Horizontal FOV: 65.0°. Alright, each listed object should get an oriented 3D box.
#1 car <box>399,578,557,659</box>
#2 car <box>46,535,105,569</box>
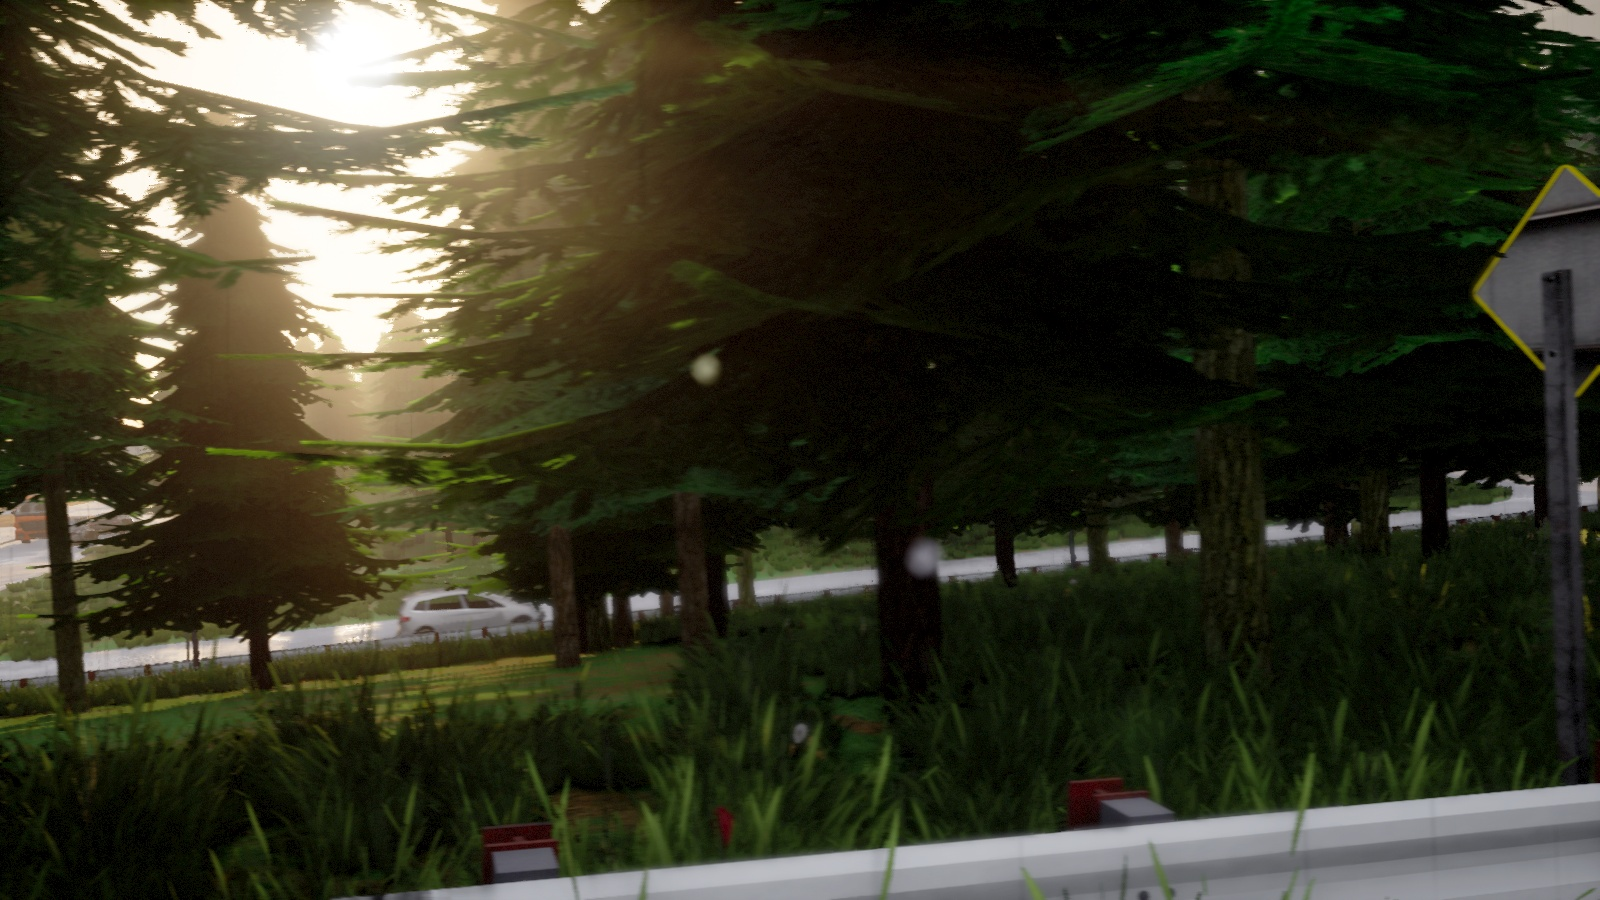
[{"bbox_3d":[-10.236,5.303,39.882,4.611,1.667,2.242,-6,3,-17],"label":"car"},{"bbox_3d":[-46.756,6.547,81.198,2.128,1.511,4.902,-6,3,-17],"label":"car"}]
